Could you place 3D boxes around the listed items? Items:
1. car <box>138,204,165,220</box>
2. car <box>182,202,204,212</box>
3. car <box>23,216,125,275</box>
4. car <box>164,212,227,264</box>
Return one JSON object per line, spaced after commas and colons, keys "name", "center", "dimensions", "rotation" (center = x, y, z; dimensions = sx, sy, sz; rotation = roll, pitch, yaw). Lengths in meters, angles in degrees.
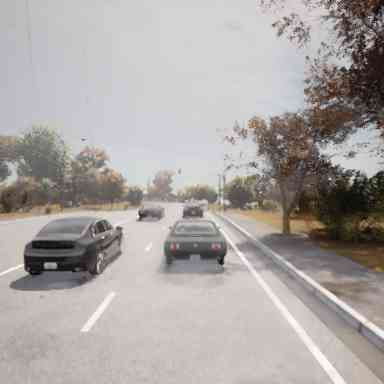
{"name": "car", "center": [-3.399, 1.664, 28.758], "dimensions": [1.895, 1.301, 4.718], "rotation": [0, -1, 0]}
{"name": "car", "center": [0.086, 1.607, 30.133], "dimensions": [1.812, 1.442, 4.674], "rotation": [0, -1, 0]}
{"name": "car", "center": [-3.400, 1.517, 10.414], "dimensions": [1.837, 1.490, 4.892], "rotation": [0, 0, 0]}
{"name": "car", "center": [0.100, 1.614, 11.884], "dimensions": [1.895, 1.301, 4.718], "rotation": [0, 0, 0]}
